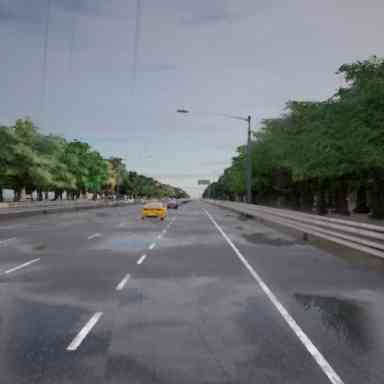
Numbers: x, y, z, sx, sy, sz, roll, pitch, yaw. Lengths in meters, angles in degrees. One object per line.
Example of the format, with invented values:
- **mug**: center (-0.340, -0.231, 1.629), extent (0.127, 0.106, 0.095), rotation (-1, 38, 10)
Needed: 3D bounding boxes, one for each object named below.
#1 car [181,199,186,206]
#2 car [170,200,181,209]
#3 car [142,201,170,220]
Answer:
- **car**: center (-3.000, 2.582, 78.049), extent (2.033, 1.411, 5.357), rotation (0, -1, 1)
- **car**: center (-3.217, 2.120, 54.887), extent (1.812, 1.442, 4.674), rotation (0, -1, 0)
- **car**: center (-3.382, 1.706, 30.607), extent (1.882, 1.535, 5.008), rotation (0, -1, 0)
